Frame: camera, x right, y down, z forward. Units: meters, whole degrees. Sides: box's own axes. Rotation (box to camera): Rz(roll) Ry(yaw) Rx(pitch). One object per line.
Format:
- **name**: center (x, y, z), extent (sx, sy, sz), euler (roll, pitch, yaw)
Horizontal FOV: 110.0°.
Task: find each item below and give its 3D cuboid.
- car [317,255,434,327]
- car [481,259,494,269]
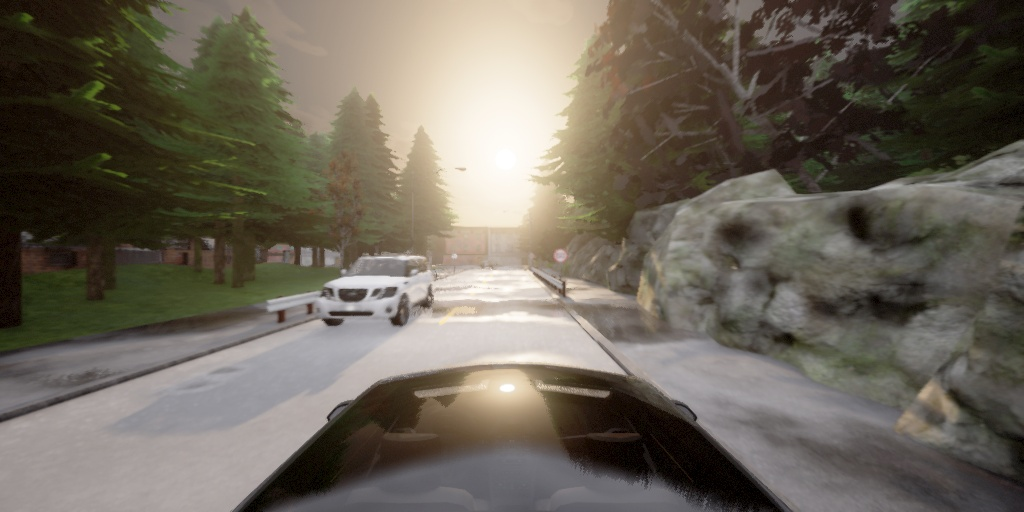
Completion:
- **car**: center (-4.101, 0.974, 11.862), extent (2.150, 2.045, 5.566), euler (0, 0, 0)
- **car**: center (-3.916, 1.246, 57.387), extent (2.128, 1.511, 4.902), euler (0, 0, 0)
